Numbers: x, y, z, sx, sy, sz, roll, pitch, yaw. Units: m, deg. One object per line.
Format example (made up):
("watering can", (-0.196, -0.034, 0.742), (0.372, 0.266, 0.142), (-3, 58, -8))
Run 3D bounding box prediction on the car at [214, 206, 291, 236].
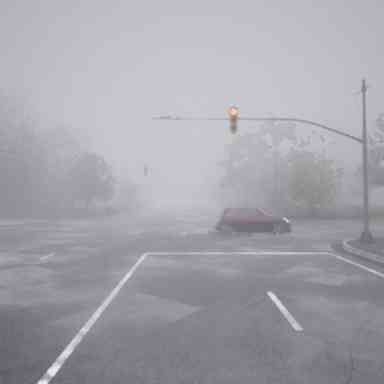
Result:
("car", (3.613, 1.672, 20.194), (4.553, 1.767, 2.097), (0, -2, 1))
